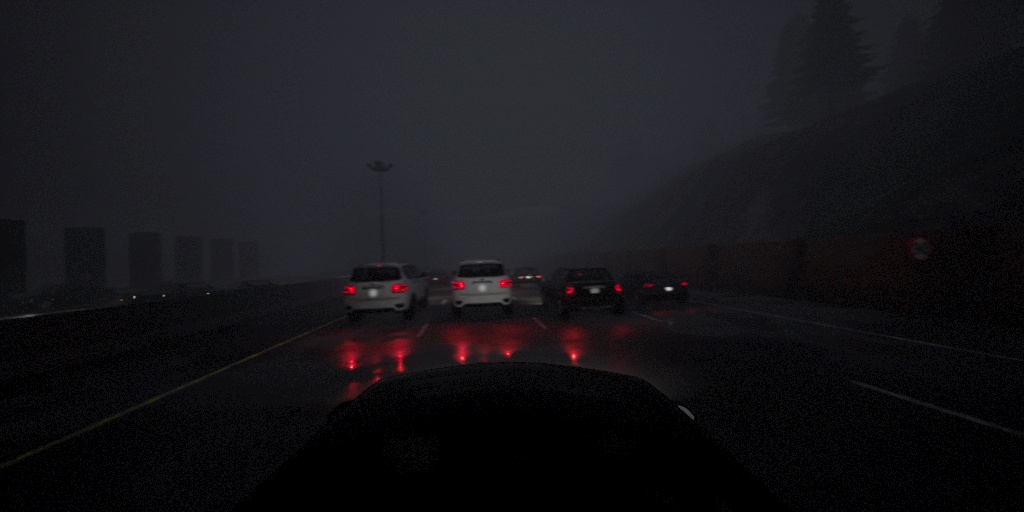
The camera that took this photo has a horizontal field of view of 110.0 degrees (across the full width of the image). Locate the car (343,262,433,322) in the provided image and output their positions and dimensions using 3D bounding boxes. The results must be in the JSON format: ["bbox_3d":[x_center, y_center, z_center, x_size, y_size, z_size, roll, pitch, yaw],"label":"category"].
[{"bbox_3d":[-4.707,1.270,14.178,2.150,2.045,5.566,-2,0,-5],"label":"car"}]

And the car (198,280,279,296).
[{"bbox_3d":[-16.090,2.136,21.800,1.895,1.301,4.718,-2,-1,-5],"label":"car"}]

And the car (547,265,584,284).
[{"bbox_3d":[4.319,1.479,29.701,1.895,1.301,4.718,-2,-1,-5],"label":"car"}]

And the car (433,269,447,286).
[{"bbox_3d":[-6.310,1.836,30.705,1.994,1.385,4.181,-2,-1,-5],"label":"car"}]

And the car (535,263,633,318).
[{"bbox_3d":[2.406,1.134,13.360,2.097,1.767,4.553,-2,0,-5],"label":"car"}]

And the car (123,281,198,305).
[{"bbox_3d":[-19.550,2.256,21.256,1.895,1.301,4.718,-2,-1,-5],"label":"car"}]

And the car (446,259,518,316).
[{"bbox_3d":[-1.238,1.149,14.658,2.150,2.045,5.566,-2,0,-5],"label":"car"}]

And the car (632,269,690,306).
[{"bbox_3d":[5.724,1.245,15.497,1.994,1.385,4.181,-2,-1,-5],"label":"car"}]

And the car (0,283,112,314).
[{"bbox_3d":[-26.719,2.392,21.242,1.882,1.535,5.008,-2,-1,-5],"label":"car"}]

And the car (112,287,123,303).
[{"bbox_3d":[-23.468,2.389,24.057,1.994,1.385,4.181,-2,-1,-5],"label":"car"}]

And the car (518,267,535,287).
[{"bbox_3d":[1.042,1.517,27.078,2.033,1.411,5.357,-2,-1,-5],"label":"car"}]
